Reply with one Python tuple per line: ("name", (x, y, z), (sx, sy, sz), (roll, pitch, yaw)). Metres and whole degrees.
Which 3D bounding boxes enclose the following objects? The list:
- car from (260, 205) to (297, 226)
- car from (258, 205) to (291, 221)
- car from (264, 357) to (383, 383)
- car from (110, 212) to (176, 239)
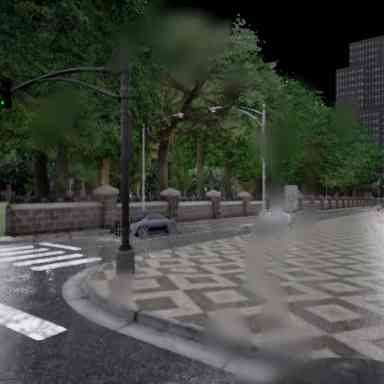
("car", (7.564, 2.117, 28.827), (1.812, 1.442, 4.674), (0, -1, 35))
("car", (9.132, 2.248, 36.541), (1.837, 1.490, 4.892), (0, -1, 35))
("car", (2.246, 1.551, 1.356), (4.403, 1.369, 2.008), (0, 0, 36))
("car", (-2.796, 1.880, 19.728), (1.994, 1.385, 4.181), (0, -1, 35))
